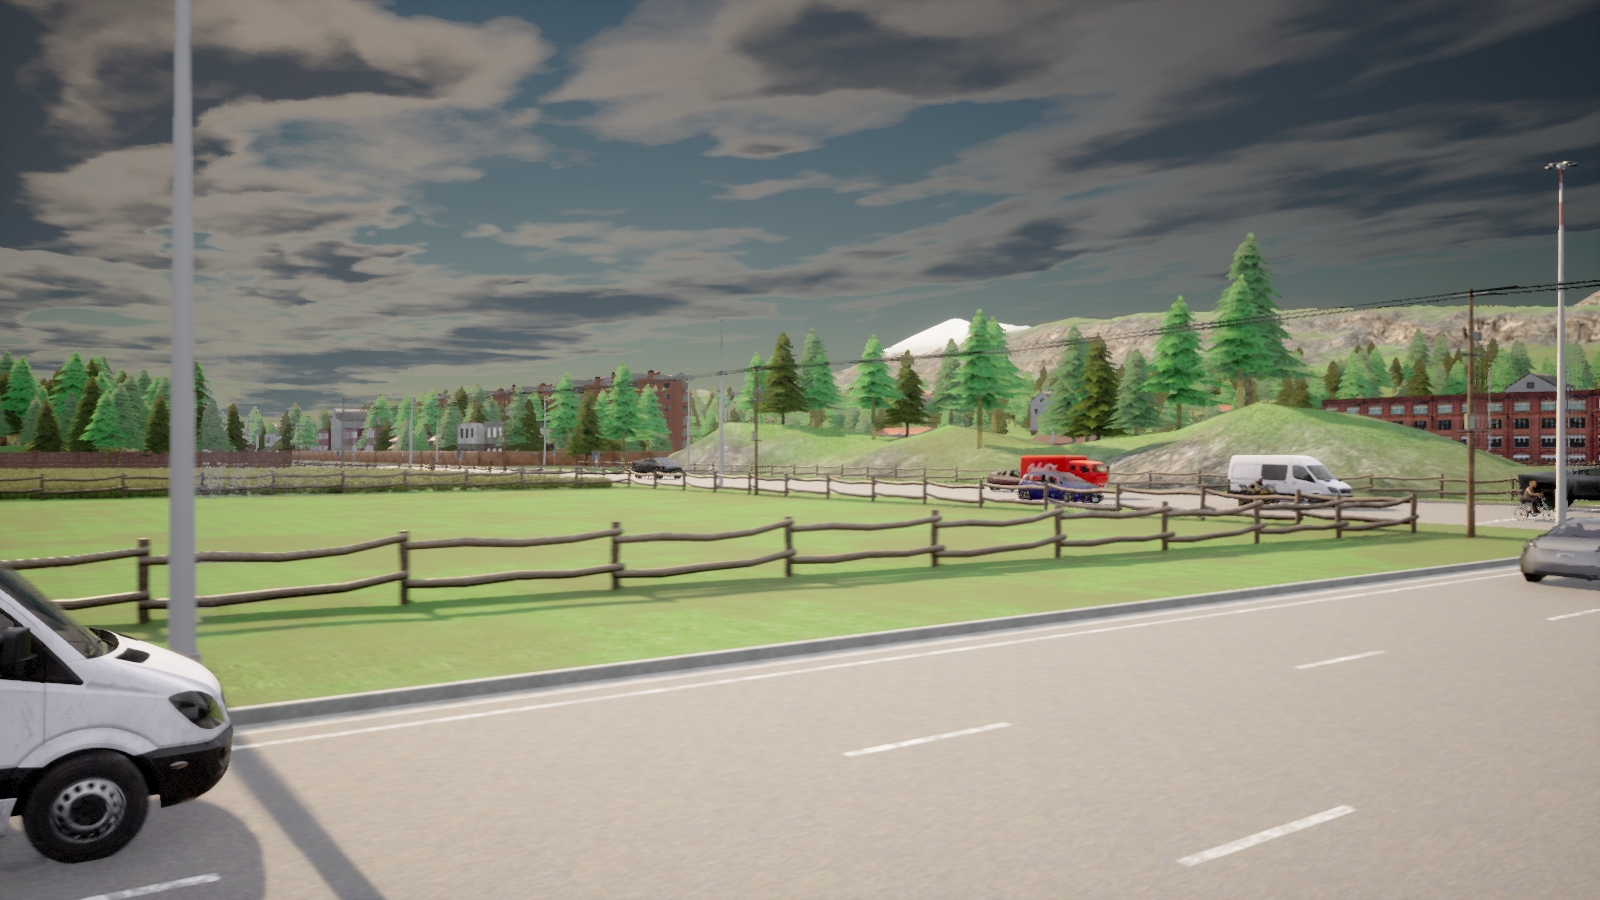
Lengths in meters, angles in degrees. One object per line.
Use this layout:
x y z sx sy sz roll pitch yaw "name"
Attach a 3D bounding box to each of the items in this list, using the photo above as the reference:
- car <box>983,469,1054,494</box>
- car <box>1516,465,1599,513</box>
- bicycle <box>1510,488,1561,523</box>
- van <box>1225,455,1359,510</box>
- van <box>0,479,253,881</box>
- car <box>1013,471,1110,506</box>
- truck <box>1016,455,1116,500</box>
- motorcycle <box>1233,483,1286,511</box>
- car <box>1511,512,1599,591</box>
14.503 2.041 75.945 2.007 1.525 4.514 0 0 -36 "car"
36.451 1.754 51.814 2.390 2.098 6.274 0 0 -40 "car"
28.697 2.158 44.609 0.859 1.276 1.487 1 -1 -42 "bicycle"
24.203 1.535 56.460 1.988 2.561 5.915 0 0 -36 "van"
-6.984 1.534 7.444 5.915 2.561 1.988 0 0 -35 "van"
13.519 1.968 59.333 2.242 1.667 4.611 0 0 -36 "car"
15.726 1.563 67.717 2.627 2.467 5.204 0 0 -39 "truck"
21.690 2.206 53.969 0.867 1.251 2.209 0 0 -36 "motorcycle"
17.220 2.119 24.455 4.181 1.385 1.994 0 0 -36 "car"
